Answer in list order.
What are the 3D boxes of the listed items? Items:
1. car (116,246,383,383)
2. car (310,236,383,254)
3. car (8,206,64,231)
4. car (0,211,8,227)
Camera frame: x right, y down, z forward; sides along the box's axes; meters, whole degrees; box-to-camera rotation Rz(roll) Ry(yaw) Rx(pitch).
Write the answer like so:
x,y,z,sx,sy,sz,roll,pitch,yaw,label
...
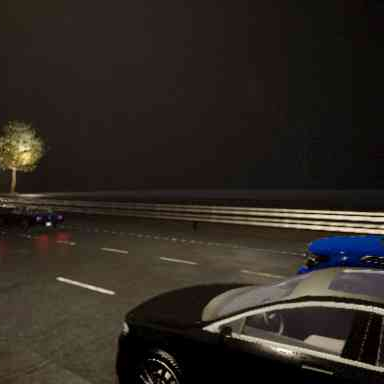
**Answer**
x,y,z,sx,sy,sz,roll,pitch,yaw,label
1.404,1.487,2.990,4.902,1.511,2.128,0,0,35,car
4.528,1.228,5.064,5.566,2.045,2.150,0,0,35,car
-9.614,1.440,19.418,4.718,1.301,1.895,1,0,35,car
-11.854,1.058,16.716,5.566,2.045,2.150,1,0,35,car
